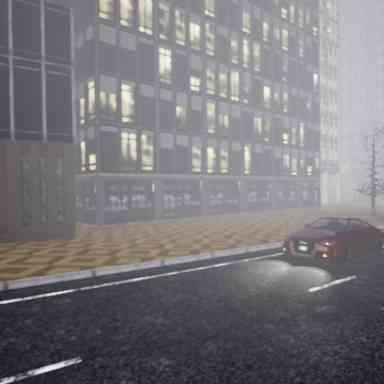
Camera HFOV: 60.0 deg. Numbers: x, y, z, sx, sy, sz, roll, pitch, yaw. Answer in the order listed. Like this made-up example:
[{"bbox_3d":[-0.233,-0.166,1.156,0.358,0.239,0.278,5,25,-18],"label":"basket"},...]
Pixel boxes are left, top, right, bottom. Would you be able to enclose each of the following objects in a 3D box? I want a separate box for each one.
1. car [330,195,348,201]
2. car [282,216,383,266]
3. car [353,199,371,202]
[{"bbox_3d":[31.499,1.391,72.210,1.947,1.339,4.313,-1,1,-41],"label":"car"},{"bbox_3d":[5.044,1.573,11.659,4.181,1.385,1.994,0,0,-38],"label":"car"},{"bbox_3d":[35.198,1.442,67.894,1.802,1.307,4.206,-1,1,-41],"label":"car"}]
